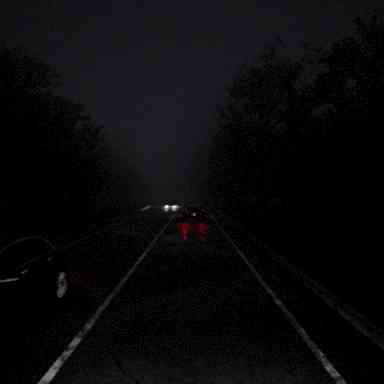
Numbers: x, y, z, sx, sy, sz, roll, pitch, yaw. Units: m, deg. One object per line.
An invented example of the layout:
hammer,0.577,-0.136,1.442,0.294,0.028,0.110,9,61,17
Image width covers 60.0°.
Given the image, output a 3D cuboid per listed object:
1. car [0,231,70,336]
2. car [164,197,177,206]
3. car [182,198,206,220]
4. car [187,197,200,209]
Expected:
car,-3.589,1.503,5.464,1.837,1.490,4.892,0,0,0
car,-3.405,1.524,54.093,1.994,1.385,4.181,0,0,1
car,0.161,1.523,27.672,1.812,1.442,4.674,0,0,0
car,0.199,1.511,45.739,1.812,1.442,4.674,0,0,0
